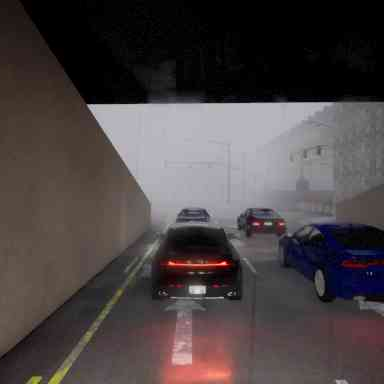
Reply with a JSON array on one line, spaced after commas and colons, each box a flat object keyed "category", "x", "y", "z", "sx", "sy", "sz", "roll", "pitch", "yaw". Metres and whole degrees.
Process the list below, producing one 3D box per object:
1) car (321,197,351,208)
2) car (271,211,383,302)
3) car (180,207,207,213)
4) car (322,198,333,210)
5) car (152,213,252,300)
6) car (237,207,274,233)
[{"category": "car", "x": 17.648, "y": 1.295, "z": 40.712, "sx": 4.536, "sy": 1.218, "sz": 1.853, "roll": 0, "pitch": 0, "yaw": -45}, {"category": "car", "x": 3.604, "y": 1.478, "z": 8.362, "sx": 1.882, "sy": 1.535, "sz": 5.008, "roll": 0, "pitch": 0, "yaw": 0}, {"category": "car", "x": 0.099, "y": 1.547, "z": 18.126, "sx": 2.033, "sy": 1.411, "sz": 5.357, "roll": 0, "pitch": 0, "yaw": 3}, {"category": "car", "x": 17.611, "y": 1.453, "z": 40.675, "sx": 4.974, "sy": 1.542, "sz": 2.038, "roll": 0, "pitch": 0, "yaw": -45}, {"category": "car", "x": 0.105, "y": 1.505, "z": 8.380, "sx": 1.837, "sy": 1.490, "sz": 4.892, "roll": 0, "pitch": 0, "yaw": 0}, {"category": "car", "x": 3.632, "y": 1.547, "z": 18.114, "sx": 2.033, "sy": 1.411, "sz": 5.357, "roll": 0, "pitch": 0, "yaw": 0}]
